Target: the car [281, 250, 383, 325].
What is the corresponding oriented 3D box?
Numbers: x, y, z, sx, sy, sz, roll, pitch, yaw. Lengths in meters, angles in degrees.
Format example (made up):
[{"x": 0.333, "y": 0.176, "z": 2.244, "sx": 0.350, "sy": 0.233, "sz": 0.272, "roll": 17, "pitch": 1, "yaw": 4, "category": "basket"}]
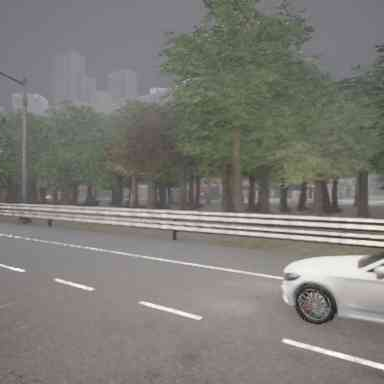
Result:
[{"x": 3.836, "y": 1.526, "z": 5.432, "sx": 4.674, "sy": 1.442, "sz": 1.812, "roll": 0, "pitch": 0, "yaw": 36, "category": "car"}]
